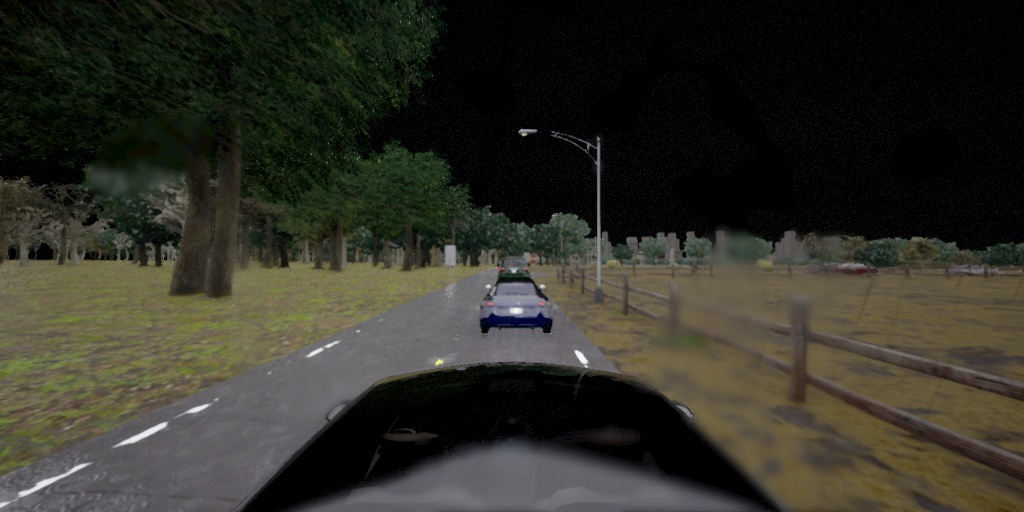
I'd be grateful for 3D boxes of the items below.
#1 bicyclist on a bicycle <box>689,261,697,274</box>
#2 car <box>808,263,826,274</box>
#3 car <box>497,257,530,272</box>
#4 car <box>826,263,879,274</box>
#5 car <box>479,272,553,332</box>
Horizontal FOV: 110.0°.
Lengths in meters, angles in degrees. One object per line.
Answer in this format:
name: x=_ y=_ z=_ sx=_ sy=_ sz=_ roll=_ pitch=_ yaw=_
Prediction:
bicyclist on a bicycle: x=19.958 y=1.362 z=39.560 sx=0.582 sy=1.620 sz=1.656 roll=0 pitch=0 yaw=0
car: x=40.309 y=1.635 z=45.527 sx=4.674 sy=1.442 sz=1.812 roll=0 pitch=-2 yaw=0
car: x=0.128 y=1.094 z=25.682 sx=2.150 sy=2.045 sz=5.566 roll=0 pitch=0 yaw=0
car: x=40.813 y=1.536 z=42.699 sx=4.674 sy=1.442 sz=1.812 roll=0 pitch=-2 yaw=0
car: x=0.108 y=1.354 z=11.008 sx=1.994 sy=1.385 sz=4.181 roll=0 pitch=0 yaw=0
